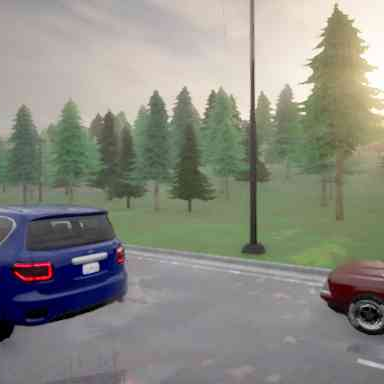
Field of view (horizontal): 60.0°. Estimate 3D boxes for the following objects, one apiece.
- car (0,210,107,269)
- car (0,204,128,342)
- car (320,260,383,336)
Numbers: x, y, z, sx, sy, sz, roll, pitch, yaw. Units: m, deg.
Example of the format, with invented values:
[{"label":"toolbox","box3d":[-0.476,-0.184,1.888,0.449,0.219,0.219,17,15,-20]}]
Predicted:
[{"label":"car","box3d":[-5.522,1.553,12.212,5.008,1.535,1.882,0,0,35]},{"label":"car","box3d":[-3.755,1.269,6.674,5.566,2.045,2.150,0,0,35]},{"label":"car","box3d":[4.530,1.595,5.011,4.718,1.301,1.895,0,0,36]}]
